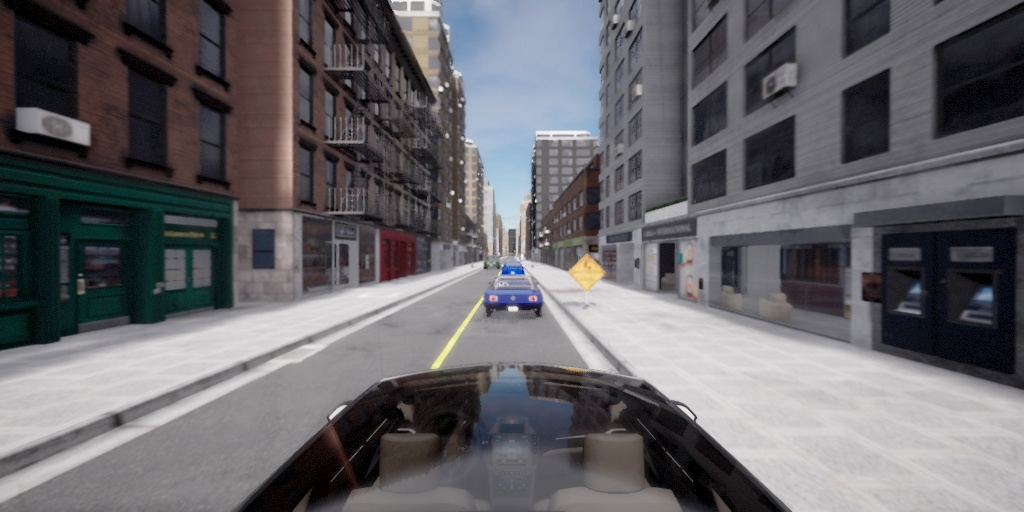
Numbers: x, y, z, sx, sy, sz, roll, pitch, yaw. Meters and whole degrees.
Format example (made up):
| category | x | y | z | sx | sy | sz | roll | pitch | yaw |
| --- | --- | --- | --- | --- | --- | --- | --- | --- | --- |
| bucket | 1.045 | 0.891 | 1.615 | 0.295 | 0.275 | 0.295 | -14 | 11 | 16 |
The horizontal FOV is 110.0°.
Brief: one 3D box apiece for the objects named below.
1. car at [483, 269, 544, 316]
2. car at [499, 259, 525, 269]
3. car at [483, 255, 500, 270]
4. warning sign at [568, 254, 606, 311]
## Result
| category | x | y | z | sx | sy | sz | roll | pitch | yaw |
| --- | --- | --- | --- | --- | --- | --- | --- | --- | --- |
| car | 0.064 | 1.327 | 13.166 | 1.895 | 1.301 | 4.718 | 0 | 0 | 0 |
| car | 0.083 | 1.168 | 31.170 | 1.882 | 1.535 | 5.008 | 0 | 0 | 0 |
| car | -2.830 | 0.873 | 51.137 | 2.150 | 2.045 | 5.566 | 0 | 0 | 0 |
| warning sign | 2.519 | 0.843 | 12.133 | 1.300 | 1.860 | 1.060 | 0 | 0 | 0 |
